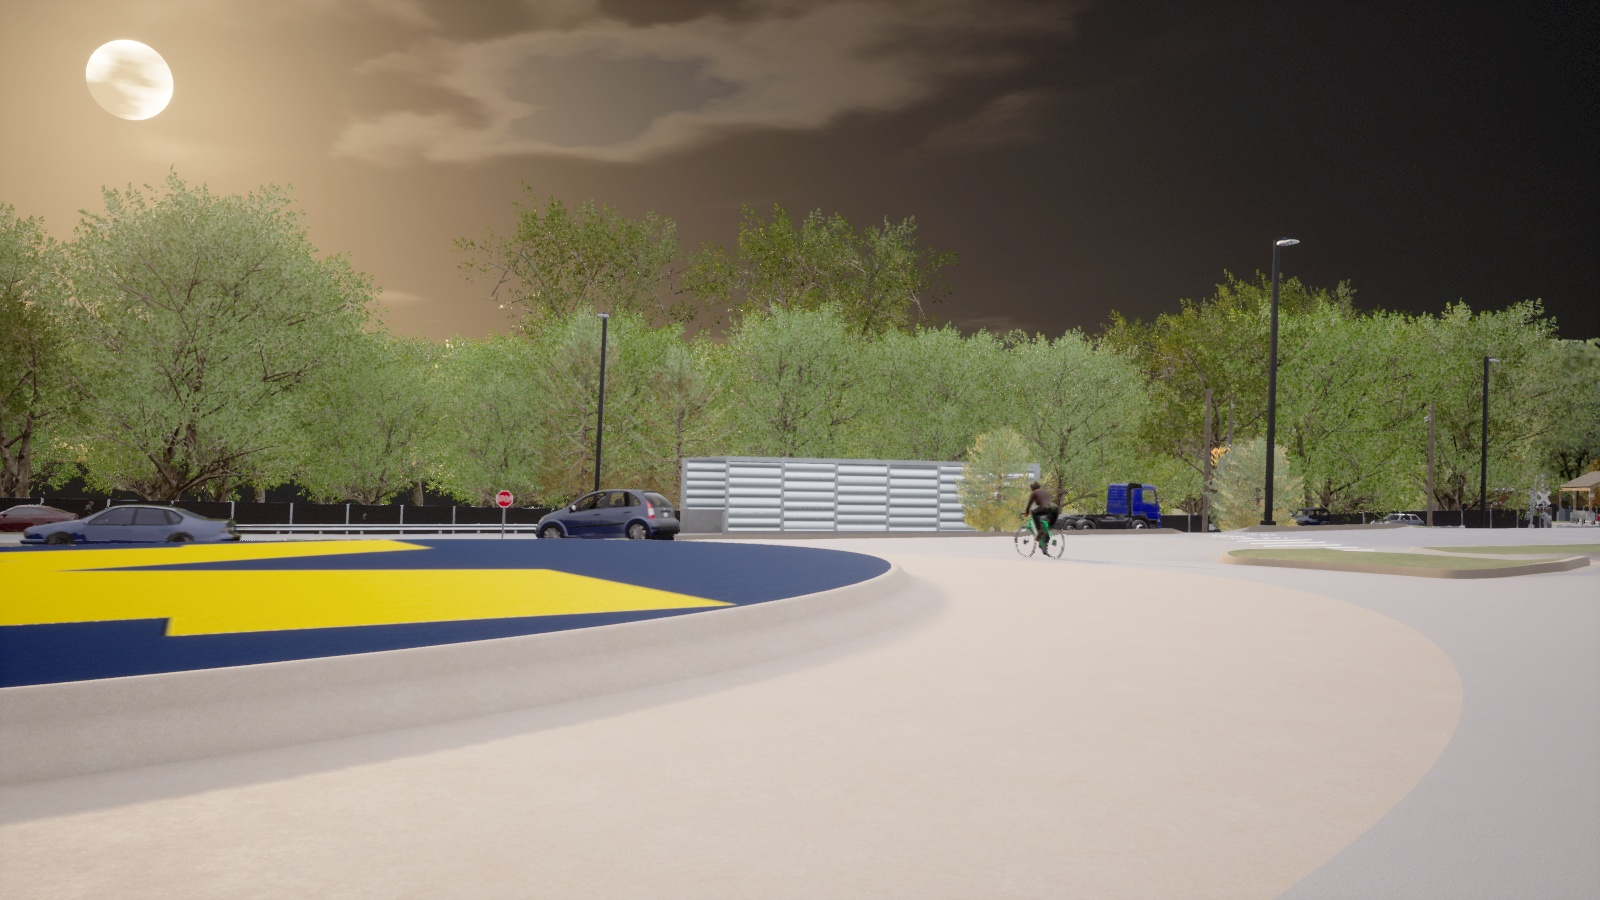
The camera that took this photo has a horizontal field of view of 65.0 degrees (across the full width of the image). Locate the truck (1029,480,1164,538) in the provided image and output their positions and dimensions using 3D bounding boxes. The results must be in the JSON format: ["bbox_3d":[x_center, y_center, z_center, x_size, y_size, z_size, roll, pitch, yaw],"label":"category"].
[{"bbox_3d":[18.537,3.649,78.379,7.936,3.462,2.891,1,-1,-22],"label":"truck"}]

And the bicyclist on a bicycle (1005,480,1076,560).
[{"bbox_3d":[5.064,1.476,26.523,0.582,1.620,1.656,2,-4,-27],"label":"bicyclist on a bicycle"}]

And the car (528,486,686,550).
[{"bbox_3d":[-5.483,1.931,35.691,3.988,1.617,1.851,-4,-3,19],"label":"car"}]

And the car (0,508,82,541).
[{"bbox_3d":[-35.839,3.415,57.822,4.674,1.442,1.812,2,-1,-27],"label":"car"}]

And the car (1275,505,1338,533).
[{"bbox_3d":[35.742,4.847,88.590,3.866,1.878,1.905,1,-1,-21],"label":"car"}]

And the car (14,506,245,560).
[{"bbox_3d":[-18.639,2.313,35.202,5.357,1.411,2.033,1,-2,-15],"label":"car"}]
